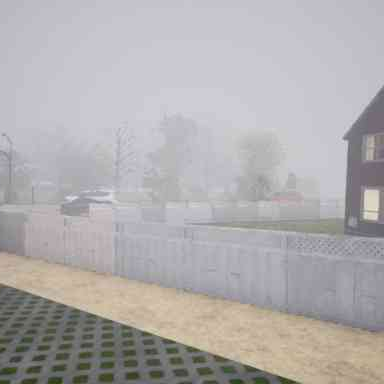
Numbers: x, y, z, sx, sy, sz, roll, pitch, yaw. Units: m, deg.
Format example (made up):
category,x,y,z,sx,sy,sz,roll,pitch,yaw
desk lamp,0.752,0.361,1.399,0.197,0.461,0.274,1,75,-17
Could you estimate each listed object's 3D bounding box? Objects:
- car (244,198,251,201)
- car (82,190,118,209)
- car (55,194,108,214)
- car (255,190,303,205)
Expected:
category,x,y,z,sx,sy,sz,roll,pitch,yaw
car,9.082,0.970,42.670,5.008,1.535,1.882,0,2,-18
car,-10.896,0.849,35.999,5.566,2.045,2.150,-1,2,-18
car,-10.970,1.272,32.561,4.674,1.442,1.812,0,2,-18
car,10.610,0.820,39.748,5.566,2.045,2.150,0,2,-18
